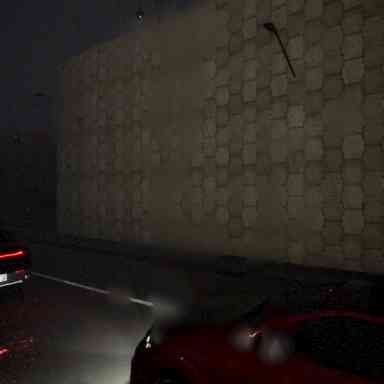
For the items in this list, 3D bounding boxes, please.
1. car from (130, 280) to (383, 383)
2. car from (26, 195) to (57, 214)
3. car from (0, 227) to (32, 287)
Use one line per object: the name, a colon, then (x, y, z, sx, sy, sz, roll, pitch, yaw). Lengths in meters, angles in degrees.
car: (1.412, 1.564, 2.984, 4.181, 1.385, 1.994, 0, 0, 36)
car: (-12.910, 1.061, 31.021, 2.128, 1.511, 4.902, 0, 5, 35)
car: (-5.839, 1.505, 8.156, 4.892, 1.490, 1.837, 0, 0, 36)
